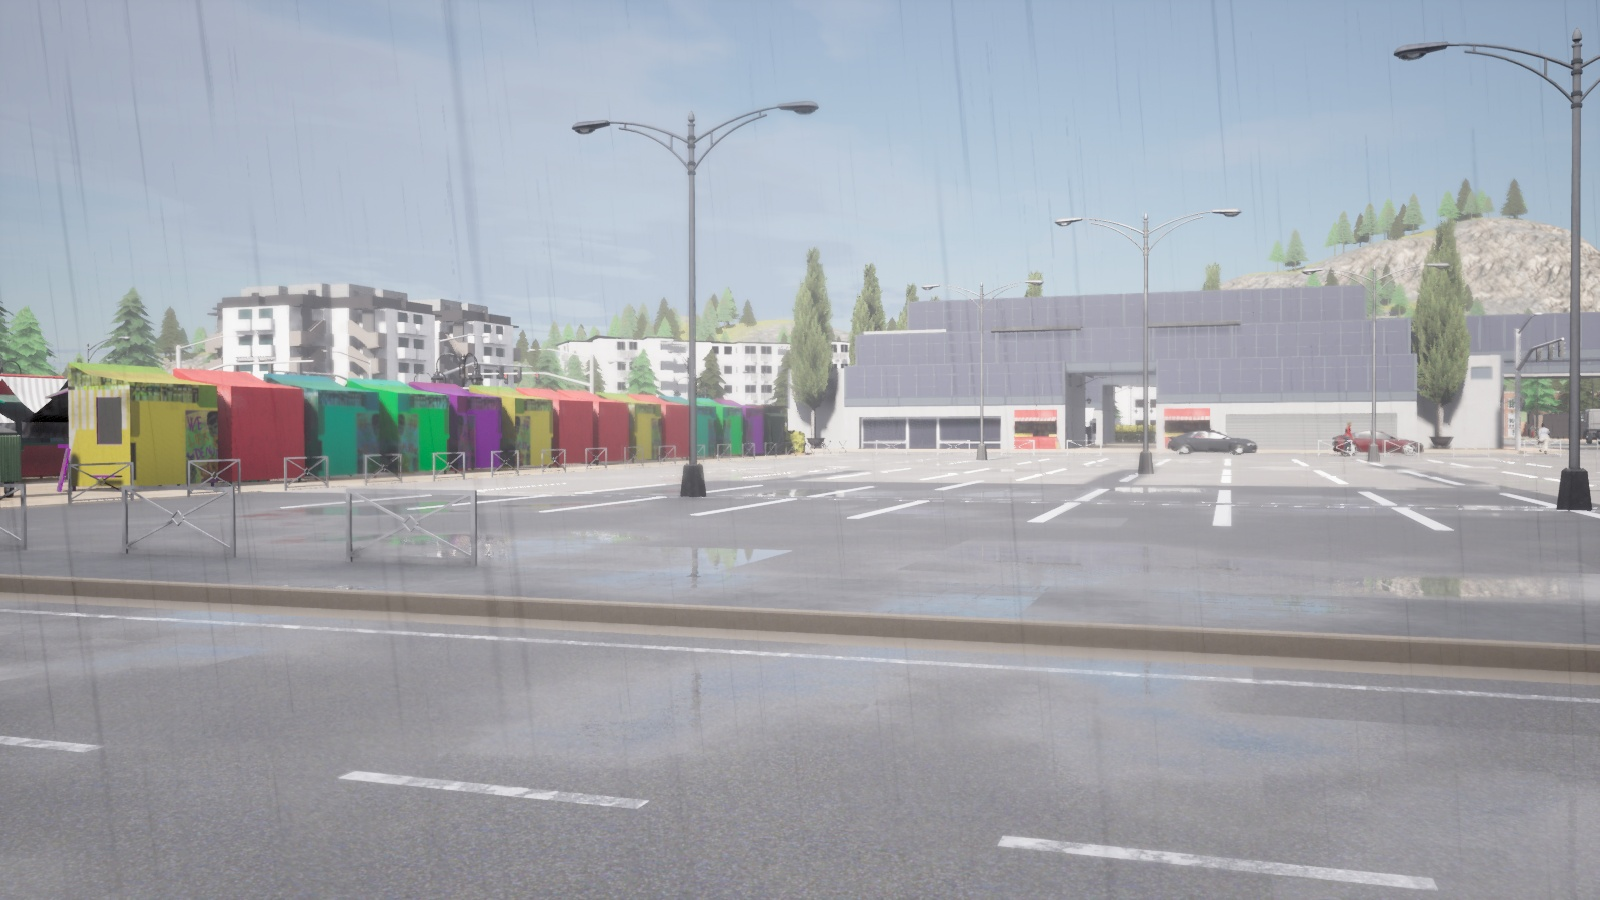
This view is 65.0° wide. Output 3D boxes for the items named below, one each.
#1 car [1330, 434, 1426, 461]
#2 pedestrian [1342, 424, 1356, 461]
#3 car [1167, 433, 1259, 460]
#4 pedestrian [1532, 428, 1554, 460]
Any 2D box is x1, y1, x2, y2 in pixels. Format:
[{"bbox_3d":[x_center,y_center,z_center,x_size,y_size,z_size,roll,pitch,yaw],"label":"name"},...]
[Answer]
[{"bbox_3d":[32.991,-0.145,71.838,4.792,1.488,2.163,1,1,20],"label":"car"},{"bbox_3d":[28.276,-0.389,64.663,0.636,1.846,0.331,1,1,19],"label":"pedestrian"},{"bbox_3d":[23.569,-0.220,71.598,4.902,1.511,2.128,1,1,20],"label":"car"},{"bbox_3d":[43.658,-0.358,73.818,0.874,1.855,0.900,0,1,12],"label":"pedestrian"}]
